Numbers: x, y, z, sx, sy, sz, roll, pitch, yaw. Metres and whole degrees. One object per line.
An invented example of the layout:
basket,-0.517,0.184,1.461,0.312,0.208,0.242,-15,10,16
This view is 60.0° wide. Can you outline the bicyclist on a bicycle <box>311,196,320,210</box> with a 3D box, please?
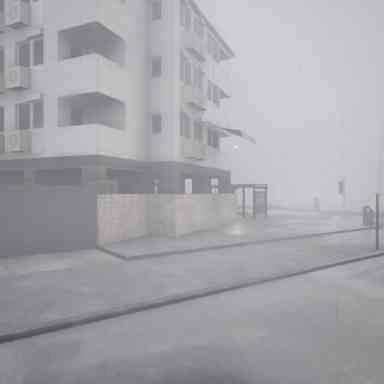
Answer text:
bicyclist on a bicycle,14.709,1.349,39.571,1.656,1.620,0.582,0,0,-35
